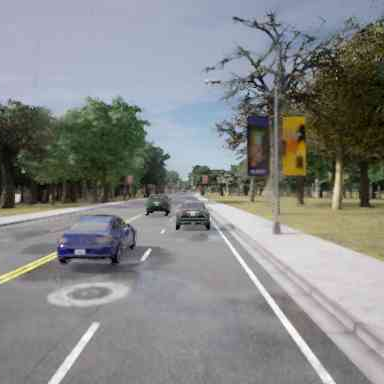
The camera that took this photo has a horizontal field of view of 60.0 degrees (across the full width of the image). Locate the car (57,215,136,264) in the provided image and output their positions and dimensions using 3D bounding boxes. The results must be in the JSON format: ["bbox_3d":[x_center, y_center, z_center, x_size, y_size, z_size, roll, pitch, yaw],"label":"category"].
[{"bbox_3d":[-3.165,1.529,11.697,1.812,1.442,4.674,0,0,0],"label":"car"}]

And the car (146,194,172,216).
[{"bbox_3d":[-3.270,1.233,33.239,2.150,2.045,5.566,0,0,-1],"label":"car"}]

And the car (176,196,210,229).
[{"bbox_3d":[0.051,1.358,21.913,2.097,1.767,4.553,0,0,0],"label":"car"}]

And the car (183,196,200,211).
[{"bbox_3d":[-0.075,1.370,42.409,2.097,1.767,4.553,0,0,0],"label":"car"}]
